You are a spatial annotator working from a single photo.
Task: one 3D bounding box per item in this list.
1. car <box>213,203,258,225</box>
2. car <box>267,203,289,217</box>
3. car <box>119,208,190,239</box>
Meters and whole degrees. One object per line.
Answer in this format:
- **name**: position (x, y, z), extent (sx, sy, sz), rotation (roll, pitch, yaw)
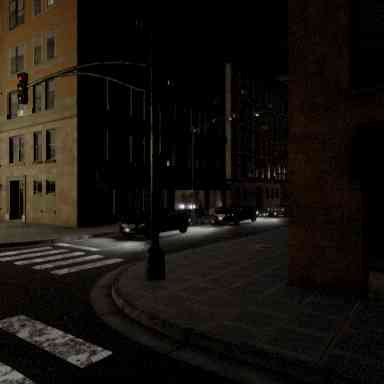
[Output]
- **car**: position (3.453, 1.627, 25.748), extent (2.128, 1.511, 4.902), rotation (0, 0, 35)
- **car**: position (9.356, 1.791, 34.011), extent (1.895, 1.301, 4.718), rotation (0, 0, 36)
- **car**: position (-1.878, 1.610, 18.276), extent (1.812, 1.442, 4.674), rotation (0, 0, 34)
